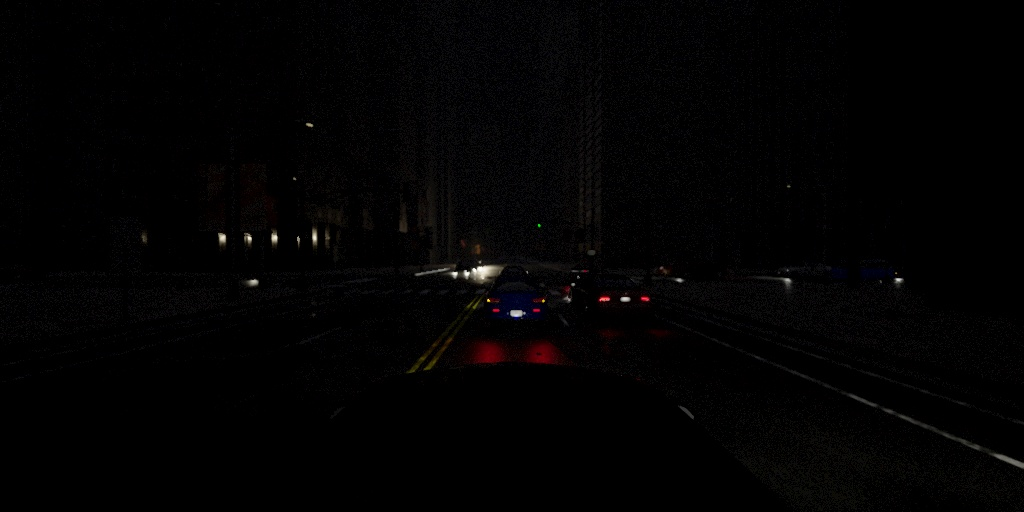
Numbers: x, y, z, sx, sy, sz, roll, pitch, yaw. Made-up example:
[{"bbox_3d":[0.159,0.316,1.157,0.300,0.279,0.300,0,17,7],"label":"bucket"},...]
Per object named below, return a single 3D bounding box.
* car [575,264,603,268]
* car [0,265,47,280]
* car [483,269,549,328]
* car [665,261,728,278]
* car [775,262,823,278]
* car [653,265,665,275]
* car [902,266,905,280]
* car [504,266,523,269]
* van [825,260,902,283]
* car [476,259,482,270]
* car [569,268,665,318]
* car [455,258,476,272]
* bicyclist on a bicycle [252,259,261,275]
[{"bbox_3d":[6.096,1.339,27.818,2.128,1.511,4.902,0,-1,32],"label":"car"},{"bbox_3d":[-46.429,1.489,33.592,4.507,1.381,1.888,0,0,0],"label":"car"},{"bbox_3d":[0.092,1.307,11.437,1.812,1.442,4.674,0,0,0],"label":"car"},{"bbox_3d":[17.711,1.279,34.056,5.008,1.535,1.882,0,1,0],"label":"car"},{"bbox_3d":[27.650,1.316,33.985,4.674,1.442,1.812,0,1,0],"label":"car"},{"bbox_3d":[16.680,1.213,36.733,4.097,1.591,1.967,0,0,0],"label":"car"},{"bbox_3d":[32.958,1.430,28.117,4.207,1.307,1.802,0,0,0],"label":"car"},{"bbox_3d":[0.099,1.367,24.131,2.033,1.411,5.357,0,0,0],"label":"car"},{"bbox_3d":[27.517,1.195,28.147,3.998,1.789,1.690,0,0,0],"label":"van"},{"bbox_3d":[-6.548,1.441,58.941,1.837,1.490,4.892,0,0,0],"label":"car"},{"bbox_3d":[3.350,1.333,13.104,2.033,1.411,5.357,0,0,0],"label":"car"},{"bbox_3d":[-6.580,1.381,49.437,1.882,1.535,5.008,0,0,1],"label":"car"},{"bbox_3d":[-25.890,1.140,36.464,0.582,1.620,1.656,0,1,0],"label":"bicyclist on a bicycle"}]
